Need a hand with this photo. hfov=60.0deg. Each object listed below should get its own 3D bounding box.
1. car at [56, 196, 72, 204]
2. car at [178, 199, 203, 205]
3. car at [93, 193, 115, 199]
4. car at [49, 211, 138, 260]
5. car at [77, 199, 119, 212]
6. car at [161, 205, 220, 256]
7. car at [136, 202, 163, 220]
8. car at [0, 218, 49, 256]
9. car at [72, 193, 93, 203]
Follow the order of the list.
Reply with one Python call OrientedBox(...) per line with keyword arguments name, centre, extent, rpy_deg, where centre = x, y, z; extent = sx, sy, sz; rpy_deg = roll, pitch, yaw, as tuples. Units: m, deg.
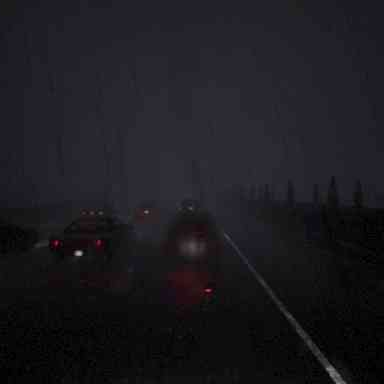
OrientedBox(name="car", centre=(-22.043, 1.455, 58.132), extent=(1.882, 1.535, 5.008), rpy_deg=(0, 0, -1))
OrientedBox(name="car", centre=(-0.120, 1.340, 28.158), extent=(2.097, 1.767, 4.553), rpy_deg=(0, 0, -1))
OrientedBox(name="car", centre=(-15.051, 1.198, 58.471), extent=(2.150, 2.045, 5.566), rpy_deg=(0, 0, -1))
OrientedBox(name="car", centre=(-3.466, 1.596, 12.451), extent=(1.895, 1.301, 4.718), rpy_deg=(0, 0, 1))
OrientedBox(name="car", centre=(-7.090, 1.538, 25.962), extent=(2.033, 1.411, 5.357), rpy_deg=(0, 0, -1))
OrientedBox(name="car", centre=(0.041, 1.501, 13.096), extent=(1.837, 1.490, 4.892), rpy_deg=(0, 0, 1))
OrientedBox(name="car", centre=(-3.623, 1.554, 28.390), extent=(1.994, 1.385, 4.181), rpy_deg=(0, 0, -1))
OrientedBox(name="car", centre=(-6.981, 1.544, 10.881), extent=(2.033, 1.411, 5.357), rpy_deg=(0, 0, 0))
OrientedBox(name="car", centre=(-18.544, 1.199, 58.276), extent=(2.150, 2.045, 5.566), rpy_deg=(0, 0, -1))
